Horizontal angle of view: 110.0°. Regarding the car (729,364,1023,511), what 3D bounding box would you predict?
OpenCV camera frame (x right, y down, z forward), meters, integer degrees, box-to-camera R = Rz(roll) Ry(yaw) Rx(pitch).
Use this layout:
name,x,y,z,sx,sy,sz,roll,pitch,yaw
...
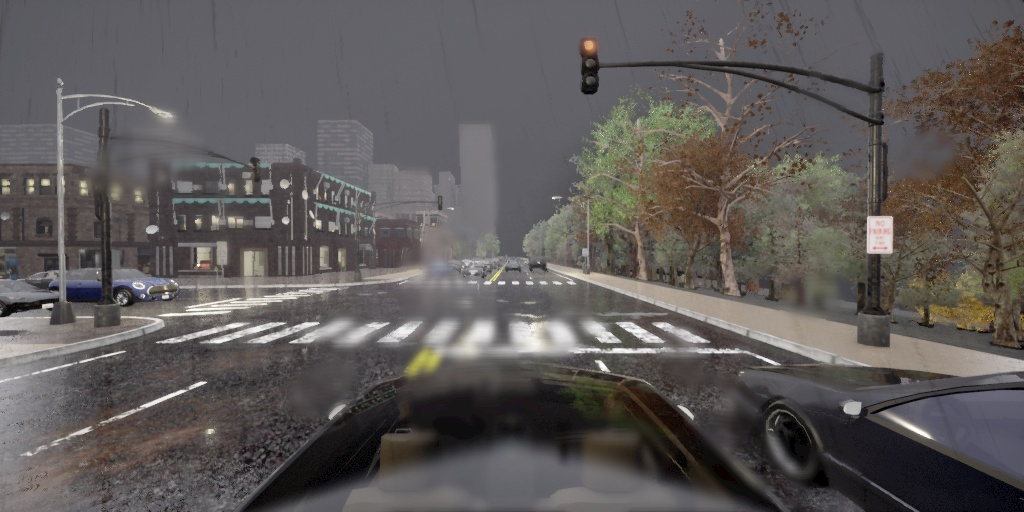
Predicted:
name,x,y,z,sx,sy,sz,roll,pitch,yaw
car,3.350,1.297,1.544,2.033,1.411,5.357,0,0,0

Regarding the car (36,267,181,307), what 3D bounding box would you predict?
name,x,y,z,sx,sy,sz,roll,pitch,yaw
car,-18.015,1.302,16.372,4.553,1.767,2.097,-1,1,2

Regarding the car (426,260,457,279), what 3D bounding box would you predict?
name,x,y,z,sx,sy,sz,roll,pitch,yaw
car,-6.552,1.266,33.022,1.812,1.442,4.674,0,0,0

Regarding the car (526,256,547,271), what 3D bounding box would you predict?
name,x,y,z,sx,sy,sz,roll,pitch,yaw
car,3.414,0.955,48.528,2.150,2.045,5.566,0,0,0

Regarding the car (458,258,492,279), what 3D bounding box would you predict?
name,x,y,z,sx,sy,sz,roll,pitch,yaw
car,-3.300,1.232,33.009,2.128,1.511,4.902,0,0,0

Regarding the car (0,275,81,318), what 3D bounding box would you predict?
name,x,y,z,sx,sy,sz,roll,pitch,yaw
car,-19.930,1.565,13.725,4.313,1.339,1.948,0,0,0

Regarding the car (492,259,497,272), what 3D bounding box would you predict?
name,x,y,z,sx,sy,sz,roll,pitch,yaw
car,-3.285,1.228,42.414,2.128,1.511,4.902,0,0,0

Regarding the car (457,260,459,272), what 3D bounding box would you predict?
name,x,y,z,sx,sy,sz,roll,pitch,yaw
car,-6.537,1.241,42.282,1.837,1.490,4.892,0,0,0

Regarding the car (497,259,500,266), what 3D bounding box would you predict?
name,x,y,z,sx,sy,sz,roll,pitch,yaw
car,-3.267,1.223,52.841,2.128,1.511,4.902,0,0,0

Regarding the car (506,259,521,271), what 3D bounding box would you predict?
name,x,y,z,sx,sy,sz,roll,pitch,yaw
car,0.164,1.298,48.324,1.994,1.385,4.181,0,0,0
